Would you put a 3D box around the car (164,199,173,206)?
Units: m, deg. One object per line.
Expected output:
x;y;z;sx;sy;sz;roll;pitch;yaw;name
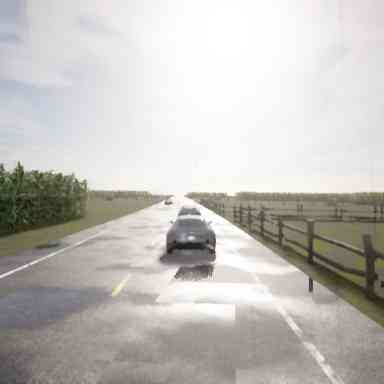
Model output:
-4.901;2.132;70.972;2.033;1.411;5.357;0;0;-2;car

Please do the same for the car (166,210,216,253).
-0.043;1.699;14.356;1.994;1.385;4.181;0;0;0;car

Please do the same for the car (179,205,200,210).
-0.232;1.833;29.401;1.994;1.385;4.181;0;0;-1;car
